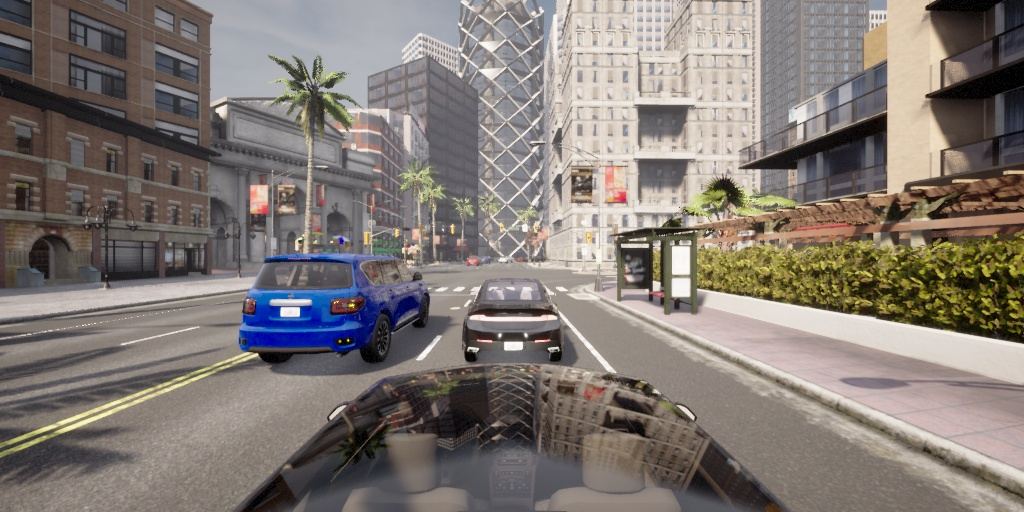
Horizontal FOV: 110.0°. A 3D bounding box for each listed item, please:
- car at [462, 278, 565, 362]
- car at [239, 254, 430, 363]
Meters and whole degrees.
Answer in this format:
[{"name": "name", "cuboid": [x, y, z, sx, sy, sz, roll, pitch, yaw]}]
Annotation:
[{"name": "car", "cuboid": [0.014, 1.242, 8.221, 2.128, 1.511, 4.902, 0, 0, 0]}, {"name": "car", "cuboid": [-3.487, 0.971, 8.308, 2.150, 2.045, 5.566, 0, 0, 0]}]
